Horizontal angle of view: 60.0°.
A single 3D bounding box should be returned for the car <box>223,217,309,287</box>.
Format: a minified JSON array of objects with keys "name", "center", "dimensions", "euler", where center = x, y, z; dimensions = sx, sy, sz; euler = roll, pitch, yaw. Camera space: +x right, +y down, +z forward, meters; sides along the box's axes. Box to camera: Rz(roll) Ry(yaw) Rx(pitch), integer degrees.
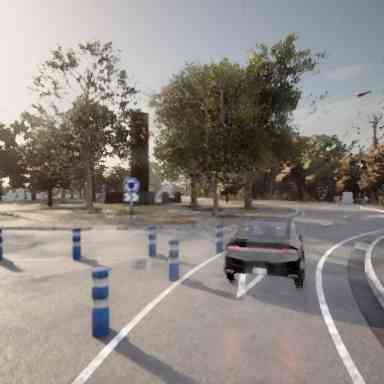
[{"name":"car","center":[2.178,1.440,9.329],"dimensions":[2.128,1.511,4.902],"euler":[0,1,18]}]
